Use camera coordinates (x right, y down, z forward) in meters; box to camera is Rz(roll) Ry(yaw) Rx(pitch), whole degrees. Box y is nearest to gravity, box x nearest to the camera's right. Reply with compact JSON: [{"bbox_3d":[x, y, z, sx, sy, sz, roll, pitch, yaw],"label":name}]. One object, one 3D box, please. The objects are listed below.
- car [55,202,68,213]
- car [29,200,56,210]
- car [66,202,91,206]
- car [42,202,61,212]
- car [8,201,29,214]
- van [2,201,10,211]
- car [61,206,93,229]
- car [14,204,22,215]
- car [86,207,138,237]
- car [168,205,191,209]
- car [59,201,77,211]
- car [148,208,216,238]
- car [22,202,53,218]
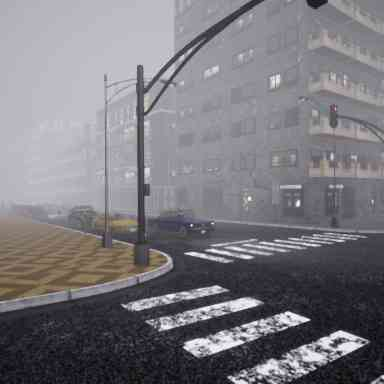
[{"bbox_3d":[-17.918,2.389,48.453,1.895,1.301,4.718,-1,-1,-36],"label":"car"},{"bbox_3d":[-21.706,2.372,48.371,2.128,1.511,4.902,-1,-1,-36],"label":"car"},{"bbox_3d":[-10.749,2.047,33.295,1.837,1.490,4.892,-1,-1,-36],"label":"car"},{"bbox_3d":[-23.833,2.518,56.511,1.994,1.385,4.181,-1,-1,-37],"label":"car"},{"bbox_3d":[-24.964,2.449,48.242,1.887,1.381,4.507,-2,0,-36],"label":"car"},{"bbox_3d":[-31.665,2.433,57.355,1.690,1.788,3.998,-2,0,-36],"label":"van"},{"bbox_3d":[-8.227,2.002,25.460,1.947,1.339,4.313,-2,0,-36],"label":"car"},{"bbox_3d":[-21.615,2.392,43.685,1.802,1.307,4.206,-2,0,-36],"label":"car"},{"bbox_3d":[-4.780,1.865,20.767,1.752,1.417,4.829,-2,0,-36],"label":"car"},{"bbox_3d":[-1.475,1.915,30.422,2.008,1.369,4.403,-2,0,-36],"label":"car"},{"bbox_3d":[-21.562,2.366,57.761,1.967,1.590,4.097,-2,0,-36],"label":"car"},{"bbox_3d":[-0.701,1.863,19.610,1.895,1.301,4.718,-1,-1,-36],"label":"car"},{"bbox_3d":[-18.269,2.262,39.129,1.887,1.381,4.507,-2,0,-36],"label":"car"}]
